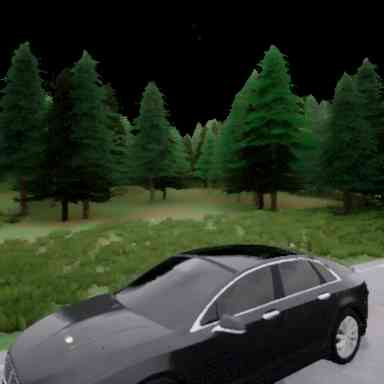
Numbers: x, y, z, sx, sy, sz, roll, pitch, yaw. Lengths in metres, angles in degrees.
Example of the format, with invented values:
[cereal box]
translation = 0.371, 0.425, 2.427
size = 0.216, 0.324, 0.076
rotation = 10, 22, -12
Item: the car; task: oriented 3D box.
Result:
[car]
translation = 0.380, 1.510, 4.264
size = 4.892, 1.490, 1.837
rotation = 0, 0, -36
